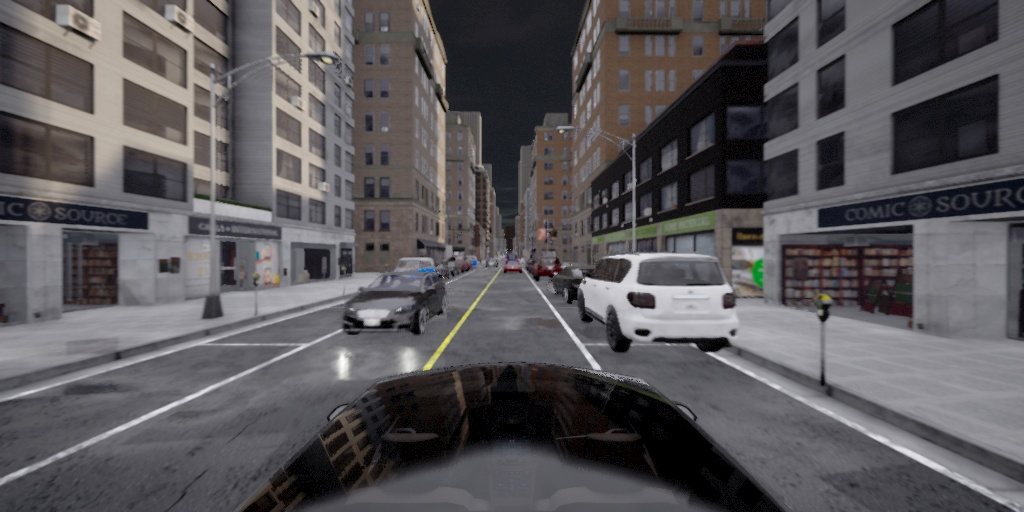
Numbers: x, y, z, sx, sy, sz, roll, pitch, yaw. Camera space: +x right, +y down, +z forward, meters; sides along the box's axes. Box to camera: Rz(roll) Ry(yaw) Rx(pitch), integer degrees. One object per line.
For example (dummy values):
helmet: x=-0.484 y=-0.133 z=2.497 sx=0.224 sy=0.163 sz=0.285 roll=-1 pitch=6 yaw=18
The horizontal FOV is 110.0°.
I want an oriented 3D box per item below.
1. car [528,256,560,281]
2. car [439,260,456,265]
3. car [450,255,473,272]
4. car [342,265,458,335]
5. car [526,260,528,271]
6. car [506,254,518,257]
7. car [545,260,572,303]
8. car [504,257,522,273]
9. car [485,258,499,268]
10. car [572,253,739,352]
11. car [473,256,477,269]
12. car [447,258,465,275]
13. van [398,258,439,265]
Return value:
car: x=2.673 y=0.929 z=27.502 sx=2.192 sy=1.841 sz=5.009 roll=0 pitch=0 yaw=0
car: x=-5.852 y=1.180 z=27.497 sx=1.948 sy=1.339 sz=4.313 roll=0 pitch=0 yaw=0
car: x=-5.849 y=0.867 z=38.668 sx=2.192 sy=1.841 sz=5.009 roll=0 pitch=0 yaw=0
car: x=-3.098 y=1.196 z=10.387 sx=2.128 sy=1.511 sz=4.902 roll=0 pitch=0 yaw=0
car: x=2.675 y=1.134 z=33.087 sx=2.007 sy=1.370 sz=4.403 roll=0 pitch=0 yaw=0
car: x=0.024 y=0.698 z=52.440 sx=2.150 sy=2.045 sz=5.566 roll=0 pitch=0 yaw=1
car: x=3.012 y=1.152 z=16.164 sx=1.882 sy=1.535 sz=5.008 roll=0 pitch=0 yaw=-5
car: x=0.095 y=1.114 z=39.134 sx=1.994 sy=1.385 sz=4.181 roll=0 pitch=0 yaw=0
car: x=-2.989 y=0.996 z=54.028 sx=2.128 sy=1.511 sz=4.902 roll=0 pitch=0 yaw=0
car: x=3.108 y=0.941 z=8.914 sx=2.150 sy=2.045 sz=5.566 roll=0 pitch=0 yaw=0
car: x=-5.848 y=1.067 z=44.255 sx=1.888 sy=1.381 sz=4.507 roll=0 pitch=0 yaw=0
car: x=-5.851 y=1.149 z=33.084 sx=1.948 sy=1.339 sz=4.313 roll=0 pitch=0 yaw=0
van: x=-5.853 y=0.985 z=21.912 sx=1.690 sy=1.789 sz=3.998 roll=0 pitch=0 yaw=0
